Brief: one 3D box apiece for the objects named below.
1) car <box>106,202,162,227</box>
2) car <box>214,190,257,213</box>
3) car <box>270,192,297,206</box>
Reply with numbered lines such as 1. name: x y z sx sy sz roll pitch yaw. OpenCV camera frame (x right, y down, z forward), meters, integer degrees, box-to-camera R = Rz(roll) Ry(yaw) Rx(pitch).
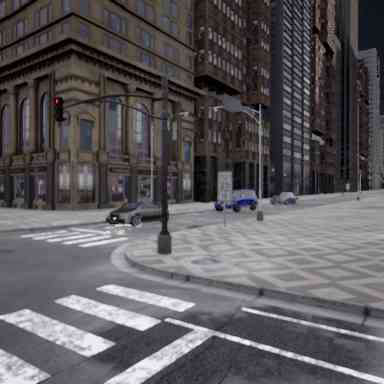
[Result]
1. car: -3.392 1.334 21.028 1.994 1.385 4.181 0 1 34
2. car: 4.289 0.814 31.848 2.150 2.045 5.566 0 1 36
3. car: 11.554 0.781 41.994 2.097 1.767 4.553 0 0 36
